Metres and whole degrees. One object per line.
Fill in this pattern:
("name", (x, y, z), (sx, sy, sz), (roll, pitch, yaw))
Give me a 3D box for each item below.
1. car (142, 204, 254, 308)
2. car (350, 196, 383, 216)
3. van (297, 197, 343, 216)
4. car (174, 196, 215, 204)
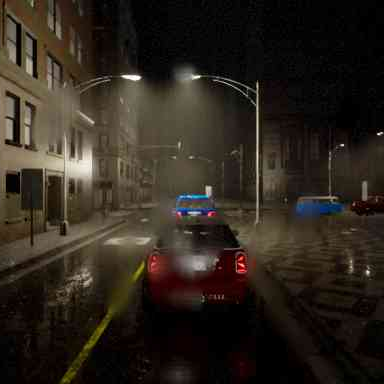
("car", (0.109, 1.346, 8.075), (2.097, 1.767, 4.553), (0, 0, 0))
("car", (17.398, 1.322, 30.900), (5.009, 1.841, 2.192), (0, 0, -1))
("van", (11.757, 1.349, 30.819), (3.998, 1.788, 1.690), (0, 0, -1))
("car", (0.118, 1.207, 17.932), (2.150, 2.045, 5.566), (0, 0, 0))
